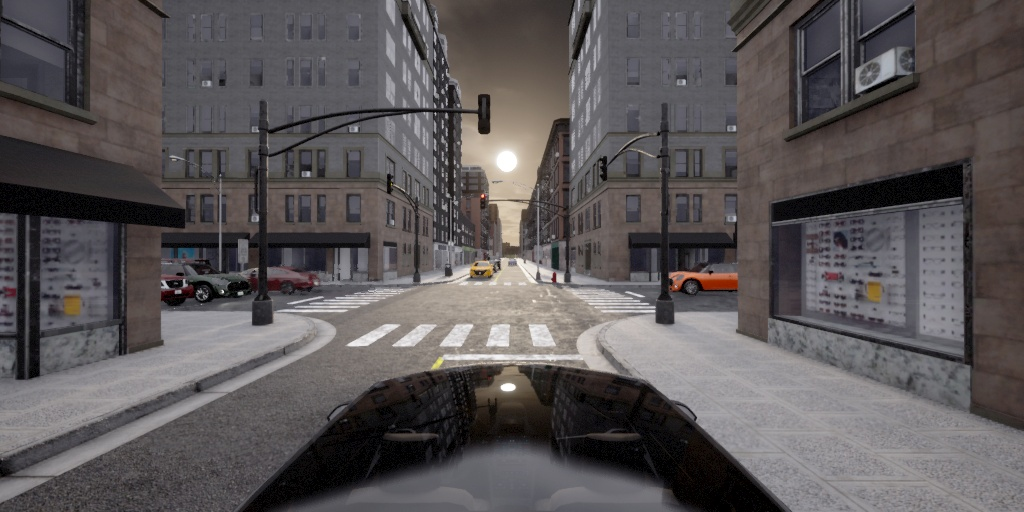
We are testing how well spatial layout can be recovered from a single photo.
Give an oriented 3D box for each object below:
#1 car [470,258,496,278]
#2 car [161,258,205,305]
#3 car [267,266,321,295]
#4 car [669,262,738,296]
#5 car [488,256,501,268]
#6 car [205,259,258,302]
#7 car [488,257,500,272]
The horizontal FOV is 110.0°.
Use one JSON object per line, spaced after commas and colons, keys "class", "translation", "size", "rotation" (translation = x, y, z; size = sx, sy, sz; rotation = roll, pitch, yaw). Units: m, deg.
{"class": "car", "translation": [-2.820, 1.223, 33.855], "size": [1.882, 1.535, 5.008], "rotation": [0, 0, 0]}
{"class": "car", "translation": [-15.090, 1.035, 13.505], "size": [5.009, 1.841, 2.192], "rotation": [0, 0, 0]}
{"class": "car", "translation": [-12.644, 1.272, 18.979], "size": [4.674, 1.442, 1.812], "rotation": [0, 0, 0]}
{"class": "car", "translation": [10.438, 1.121, 18.983], "size": [4.553, 1.767, 2.097], "rotation": [0, 0, 1]}
{"class": "car", "translation": [-2.799, 0.955, 54.851], "size": [2.150, 2.045, 5.566], "rotation": [0, 0, 0]}
{"class": "car", "translation": [-14.378, 1.084, 16.045], "size": [4.553, 1.767, 2.097], "rotation": [0, 0, 0]}
{"class": "car", "translation": [-2.814, 1.246, 44.258], "size": [1.837, 1.490, 4.892], "rotation": [0, 0, 0]}
